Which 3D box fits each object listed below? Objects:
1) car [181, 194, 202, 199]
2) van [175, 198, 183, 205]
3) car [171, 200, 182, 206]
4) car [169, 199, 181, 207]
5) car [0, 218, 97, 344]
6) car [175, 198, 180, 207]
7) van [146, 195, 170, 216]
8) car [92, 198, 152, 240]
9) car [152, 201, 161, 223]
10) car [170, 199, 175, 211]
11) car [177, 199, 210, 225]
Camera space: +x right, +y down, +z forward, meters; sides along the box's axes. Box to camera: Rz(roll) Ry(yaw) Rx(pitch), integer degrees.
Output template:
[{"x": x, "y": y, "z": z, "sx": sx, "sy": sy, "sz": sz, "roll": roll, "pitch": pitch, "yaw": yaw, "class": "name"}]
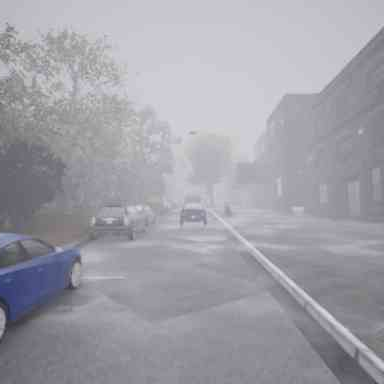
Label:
[{"x": 0.088, "y": 1.319, "z": 42.414, "sx": 2.150, "sy": 2.045, "sz": 5.566, "roll": 0, "pitch": 0, "yaw": 0, "class": "car"}, {"x": -3.660, "y": 2.770, "z": 95.335, "sx": 1.878, "sy": 1.987, "sz": 4.442, "roll": 1, "pitch": -1, "yaw": 2, "class": "van"}, {"x": -3.675, "y": 2.560, "z": 78.530, "sx": 2.163, "sy": 1.488, "sz": 4.792, "roll": 0, "pitch": -1, "yaw": 2, "class": "car"}, {"x": -3.670, "y": 2.365, "z": 72.927, "sx": 2.097, "sy": 1.535, "sz": 5.008, "roll": 0, "pitch": -1, "yaw": 2, "class": "car"}, {"x": -3.656, "y": 1.492, "z": 6.131, "sx": 2.097, "sy": 1.535, "sz": 5.008, "roll": 0, "pitch": 0, "yaw": 2, "class": "car"}, {"x": -3.655, "y": 1.905, "z": 56.263, "sx": 2.163, "sy": 1.488, "sz": 4.792, "roll": 1, "pitch": -2, "yaw": 2, "class": "car"}, {"x": -3.661, "y": 1.331, "z": 34.106, "sx": 1.878, "sy": 1.987, "sz": 4.442, "roll": 0, "pitch": 0, "yaw": 2, "class": "van"}, {"x": -3.661, "y": 1.392, "z": 17.246, "sx": 2.185, "sy": 1.767, "sz": 4.553, "roll": 0, "pitch": 0, "yaw": 2, "class": "car"}, {"x": -3.661, "y": 1.571, "z": 22.845, "sx": 2.002, "sy": 1.452, "sz": 4.674, "roll": 0, "pitch": 0, "yaw": 2, "class": "car"}, {"x": -3.669, "y": 1.444, "z": 39.529, "sx": 2.185, "sy": 1.767, "sz": 4.553, "roll": 0, "pitch": 0, "yaw": 2, "class": "car"}, {"x": 0.091, "y": 1.533, "z": 24.974, "sx": 1.882, "sy": 1.535, "sz": 5.008, "roll": 0, "pitch": 0, "yaw": 0, "class": "car"}]
